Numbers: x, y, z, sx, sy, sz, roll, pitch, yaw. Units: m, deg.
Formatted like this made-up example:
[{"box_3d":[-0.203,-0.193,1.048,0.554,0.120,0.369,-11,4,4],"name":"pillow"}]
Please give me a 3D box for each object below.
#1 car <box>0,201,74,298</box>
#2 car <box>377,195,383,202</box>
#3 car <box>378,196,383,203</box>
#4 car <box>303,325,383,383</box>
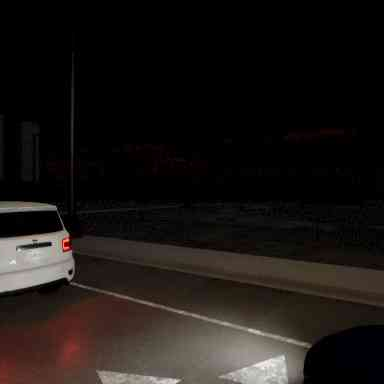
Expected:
[{"box_3d":[-5.028,1.220,7.571,5.566,2.045,2.150,0,0,35],"name":"car"},{"box_3d":[39.923,1.369,67.954,1.853,1.218,4.536,1,1,6],"name":"car"},{"box_3d":[39.916,1.527,67.905,2.038,1.542,4.974,1,1,6],"name":"car"},{"box_3d":[3.010,1.516,1.840,4.674,1.442,1.812,0,0,35],"name":"car"}]
